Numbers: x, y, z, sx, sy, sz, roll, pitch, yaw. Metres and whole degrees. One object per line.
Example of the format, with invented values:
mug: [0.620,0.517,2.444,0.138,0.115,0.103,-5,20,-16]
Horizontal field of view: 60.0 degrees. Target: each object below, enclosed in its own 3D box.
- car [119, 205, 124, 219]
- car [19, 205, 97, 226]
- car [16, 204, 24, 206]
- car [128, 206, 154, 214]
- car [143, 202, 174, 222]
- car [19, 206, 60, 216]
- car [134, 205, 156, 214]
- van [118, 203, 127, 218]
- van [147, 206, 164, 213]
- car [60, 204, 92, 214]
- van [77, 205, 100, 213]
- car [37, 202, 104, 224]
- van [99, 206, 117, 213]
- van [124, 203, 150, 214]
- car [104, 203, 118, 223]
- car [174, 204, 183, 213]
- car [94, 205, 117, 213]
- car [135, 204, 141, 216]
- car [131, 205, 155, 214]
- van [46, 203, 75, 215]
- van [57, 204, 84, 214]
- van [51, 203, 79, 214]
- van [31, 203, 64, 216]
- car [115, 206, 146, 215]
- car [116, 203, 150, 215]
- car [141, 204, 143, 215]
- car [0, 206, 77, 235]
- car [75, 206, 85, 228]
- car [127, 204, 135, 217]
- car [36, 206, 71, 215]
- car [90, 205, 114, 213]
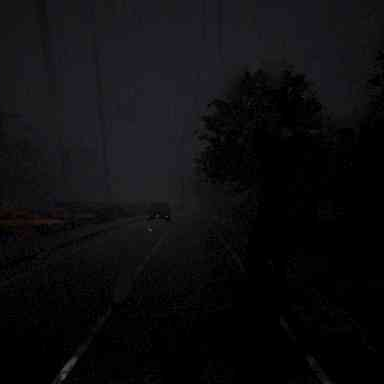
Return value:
car: [-10.324,2.425,36.750,4.674,1.452,2.002,0,-2,0]
car: [-10.336,1.986,25.658,5.008,1.535,2.097,0,-2,0]
car: [-23.395,2.490,39.601,5.008,1.535,2.097,0,-2,0]
car: [-10.297,3.659,67.242,5.008,1.535,2.097,0,-3,0]
car: [-3.342,2.044,34.695,2.150,2.045,5.566,0,-2,0]
car: [-23.208,2.900,50.801,5.366,1.575,1.946,0,-2,0]
car: [-10.267,3.828,72.793,4.553,1.767,2.185,0,-3,0]
van: [-10.437,2.262,39.534,4.442,1.987,1.878,0,-2,0]
van: [-10.401,4.904,94.977,4.442,1.987,1.878,0,-3,0]
car: [-23.354,3.409,67.271,5.566,2.045,2.435,0,-3,0]
van: [-23.493,3.875,75.569,4.442,1.987,1.878,0,-3,0]
car: [-10.359,1.955,28.437,4.553,1.767,2.185,0,-2,0]
van: [-23.249,4.761,92.292,4.442,1.987,1.878,0,-3,0]
van: [-10.189,3.140,61.709,4.442,1.987,1.878,0,-3,0]
car: [-10.297,1.929,31.212,5.566,2.045,2.435,0,-2,0]
car: [-3.264,3.726,76.818,2.150,2.045,5.566,0,-3,0]
car: [-23.339,4.589,89.527,5.566,2.045,2.435,0,-3,0]
car: [-10.285,2.824,47.846,4.792,1.488,2.163,0,-2,0]
car: [-10.269,3.681,70.021,4.553,1.767,2.185,0,-3,0]
van: [-23.271,2.994,58.963,4.442,1.987,1.878,0,-3,0]
van: [-23.501,3.288,64.503,4.442,1.987,1.878,0,-3,0]
van: [-23.502,3.148,61.862,4.442,1.987,1.878,0,-3,0]
van: [-23.274,2.780,53.576,4.442,1.987,1.878,0,-2,0]
car: [-10.339,3.132,56.176,4.792,1.488,2.163,0,-3,0]
car: [-10.336,2.968,58.939,5.566,2.045,2.435,0,-3,0]
car: [-10.316,2.937,50.621,4.674,1.452,2.002,0,-2,0]
car: [-10.147,1.818,20.119,5.366,1.575,1.946,0,-2,0]
car: [-10.336,1.900,22.887,4.892,1.521,2.231,0,-2,0]
car: [-10.324,2.590,42.300,5.008,1.535,2.097,0,-2,0]
car: [-23.394,3.108,56.336,5.008,1.535,2.097,0,-2,0]
car: [-23.341,4.442,86.761,5.566,2.045,2.435,0,-3,0]
